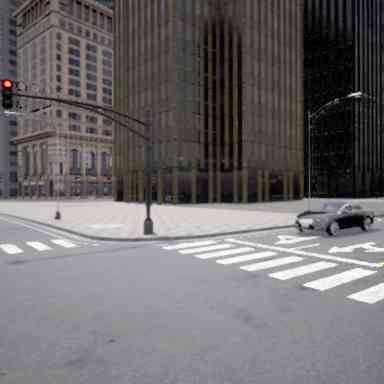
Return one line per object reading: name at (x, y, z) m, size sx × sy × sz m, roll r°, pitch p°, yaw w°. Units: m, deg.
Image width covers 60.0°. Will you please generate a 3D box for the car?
car at (7.290, 1.257, 16.868) m, size 4.902 × 1.511 × 2.128 m, roll -1°, pitch 1°, yaw -34°
